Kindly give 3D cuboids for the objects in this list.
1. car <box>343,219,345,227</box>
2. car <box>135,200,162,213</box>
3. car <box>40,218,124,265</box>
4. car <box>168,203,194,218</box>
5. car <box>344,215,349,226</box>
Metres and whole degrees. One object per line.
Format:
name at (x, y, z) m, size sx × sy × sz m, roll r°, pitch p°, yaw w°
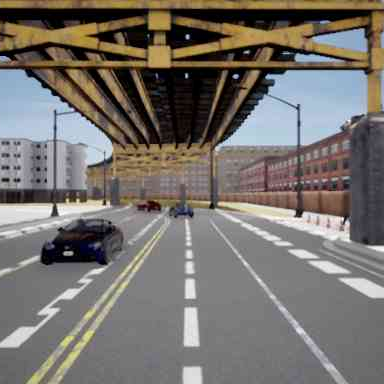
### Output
car at (12.092, 1.613, 20.571) m, size 4.974 × 1.542 × 2.038 m, roll 0°, pitch -1°, yaw 30°
car at (-5.745, 1.820, 43.460) m, size 1.882 × 1.535 × 5.008 m, roll 0°, pitch 0°, yaw -33°
car at (-3.705, 1.659, 11.890) m, size 1.994 × 1.385 × 4.181 m, roll 0°, pitch -1°, yaw -1°
car at (-1.122, 1.810, 33.359) m, size 2.033 × 1.411 × 5.357 m, roll 0°, pitch 0°, yaw -13°
car at (12.138, 1.455, 20.547) m, size 4.536 × 1.218 × 1.853 m, roll 0°, pitch -1°, yaw 30°
